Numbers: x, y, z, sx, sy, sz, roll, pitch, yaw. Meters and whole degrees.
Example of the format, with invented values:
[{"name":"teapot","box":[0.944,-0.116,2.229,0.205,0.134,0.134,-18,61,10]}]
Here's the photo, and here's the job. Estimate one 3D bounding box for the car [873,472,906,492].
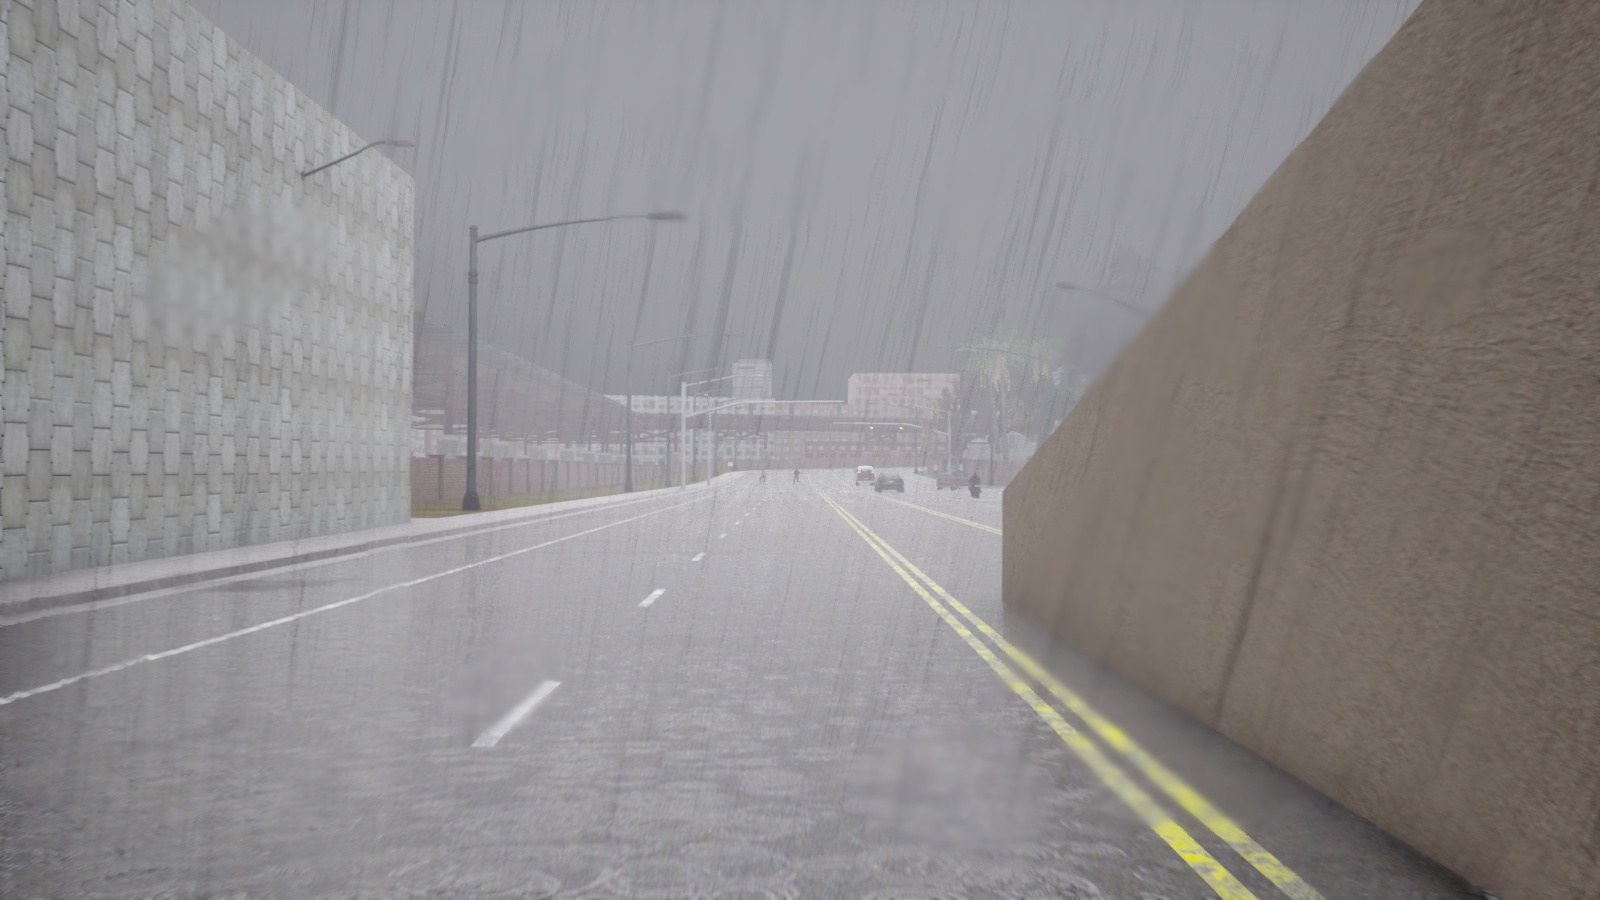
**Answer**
[{"name":"car","box":[6.758,2.379,95.087,2.163,1.488,4.792,0,-1,0]}]
